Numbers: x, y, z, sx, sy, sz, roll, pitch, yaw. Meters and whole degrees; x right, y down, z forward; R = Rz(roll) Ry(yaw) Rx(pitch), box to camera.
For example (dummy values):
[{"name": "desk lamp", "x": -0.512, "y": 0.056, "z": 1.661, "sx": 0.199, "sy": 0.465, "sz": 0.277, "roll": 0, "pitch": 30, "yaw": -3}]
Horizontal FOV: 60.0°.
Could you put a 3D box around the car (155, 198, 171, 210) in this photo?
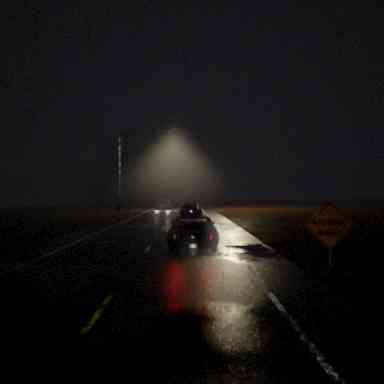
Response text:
[{"name": "car", "x": -3.978, "y": 1.667, "z": 45.910, "sx": 1.837, "sy": 1.490, "sz": 4.892, "roll": 0, "pitch": 0, "yaw": -1}]

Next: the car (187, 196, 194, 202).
[{"name": "car", "x": -0.357, "y": 1.867, "z": 88.591, "sx": 1.837, "sy": 1.490, "sz": 4.892, "roll": 0, "pitch": 0, "yaw": -2}]

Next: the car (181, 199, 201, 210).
[{"name": "car", "x": -0.101, "y": 1.669, "z": 31.285, "sx": 1.994, "sy": 1.385, "sz": 4.181, "roll": 0, "pitch": 0, "yaw": -1}]

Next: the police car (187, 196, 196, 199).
[{"name": "police car", "x": -0.063, "y": 1.737, "z": 78.696, "sx": 1.930, "sy": 1.638, "sz": 5.238, "roll": 0, "pitch": 0, "yaw": -2}]

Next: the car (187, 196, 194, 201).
[{"name": "car", "x": -0.552, "y": 1.919, "z": 94.594, "sx": 1.812, "sy": 1.442, "sz": 4.674, "roll": 0, "pitch": 0, "yaw": -2}]

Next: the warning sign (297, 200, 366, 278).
[{"name": "warning sign", "x": 3.532, "y": 1.143, "z": 8.540, "sx": 1.300, "sy": 1.860, "sz": 1.060, "roll": 0, "pitch": 0, "yaw": 0}]

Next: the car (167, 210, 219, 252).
[{"name": "car", "x": 0.038, "y": 1.647, "z": 14.114, "sx": 1.895, "sy": 1.301, "sz": 4.718, "roll": 0, "pitch": 0, "yaw": 0}]
